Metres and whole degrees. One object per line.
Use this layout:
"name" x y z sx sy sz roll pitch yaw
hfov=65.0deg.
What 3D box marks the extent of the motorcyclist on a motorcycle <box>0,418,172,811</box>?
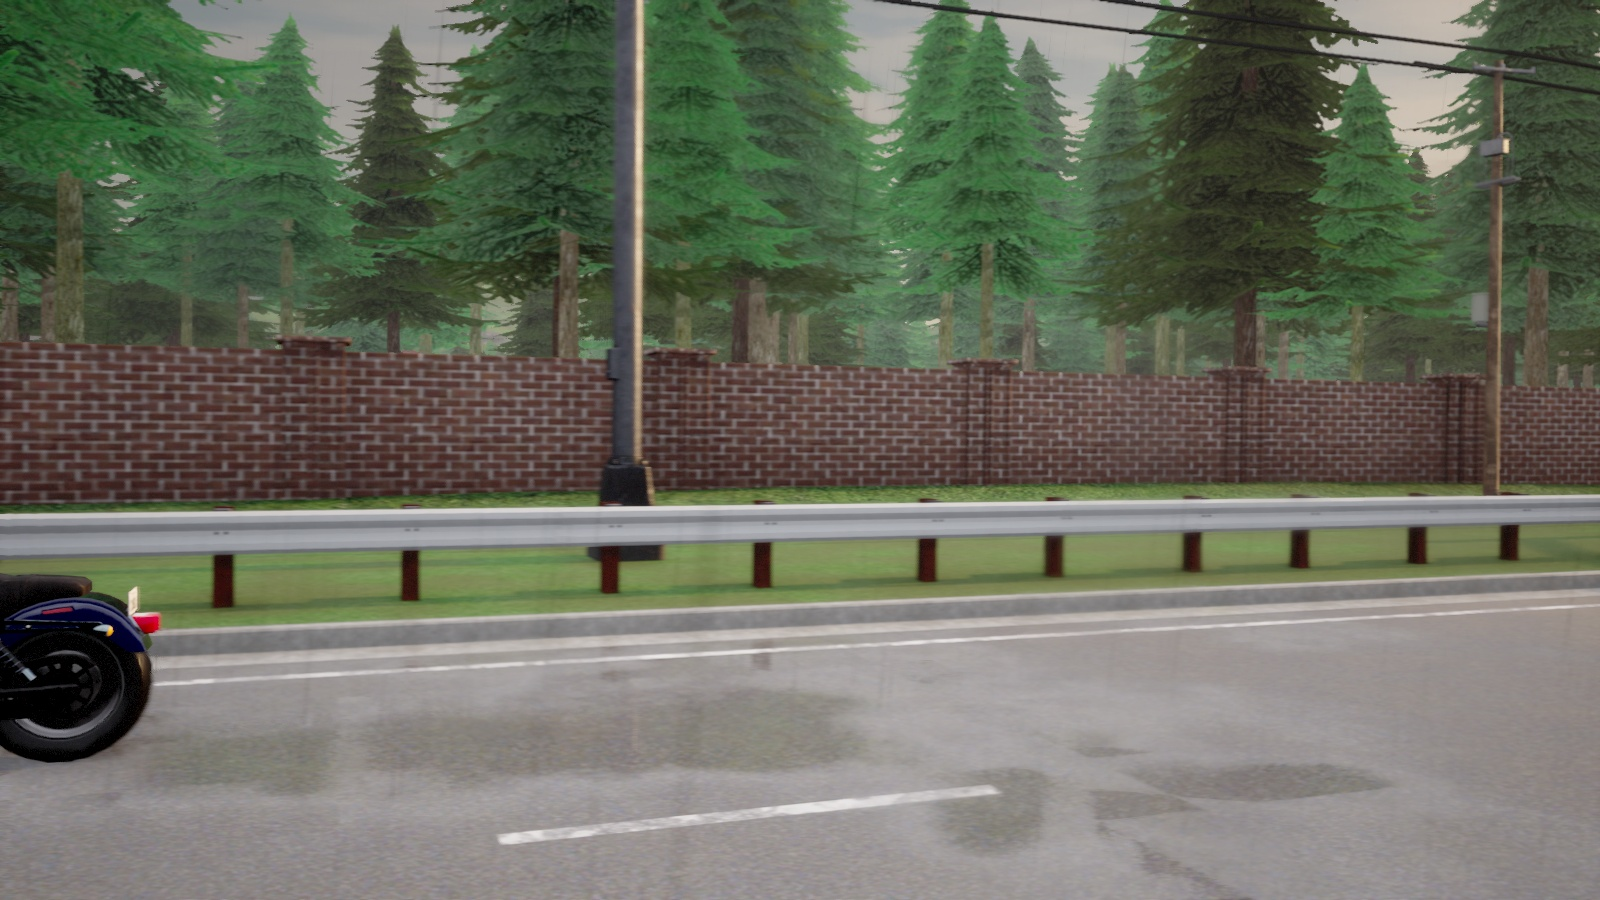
"motorcyclist on a motorcycle" -4.088 0.705 5.431 2.350 1.649 0.766 -1 1 -20
